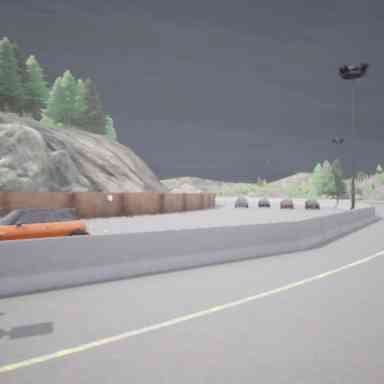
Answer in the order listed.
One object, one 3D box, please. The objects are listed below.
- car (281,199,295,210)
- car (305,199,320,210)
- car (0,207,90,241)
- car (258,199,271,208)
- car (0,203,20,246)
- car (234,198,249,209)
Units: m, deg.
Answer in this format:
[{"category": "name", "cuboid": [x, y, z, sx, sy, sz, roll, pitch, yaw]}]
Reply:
[{"category": "car", "cuboid": [14.309, 1.833, 49.840, 1.882, 1.535, 5.008, 0, -1, 15]}, {"category": "car", "cuboid": [17.646, 1.831, 48.783, 1.882, 1.535, 5.008, 0, -1, 15]}, {"category": "car", "cuboid": [-6.337, 1.427, 12.663, 4.553, 1.767, 2.097, 0, -1, -39]}, {"category": "car", "cuboid": [11.924, 1.862, 54.776, 1.882, 1.535, 5.008, 0, 0, 12]}, {"category": "car", "cuboid": [-10.084, 1.432, 14.207, 4.553, 1.767, 2.097, 0, -1, -37]}, {"category": "car", "cuboid": [8.086, 1.723, 53.755, 2.097, 1.767, 4.553, 0, 0, 13]}]
